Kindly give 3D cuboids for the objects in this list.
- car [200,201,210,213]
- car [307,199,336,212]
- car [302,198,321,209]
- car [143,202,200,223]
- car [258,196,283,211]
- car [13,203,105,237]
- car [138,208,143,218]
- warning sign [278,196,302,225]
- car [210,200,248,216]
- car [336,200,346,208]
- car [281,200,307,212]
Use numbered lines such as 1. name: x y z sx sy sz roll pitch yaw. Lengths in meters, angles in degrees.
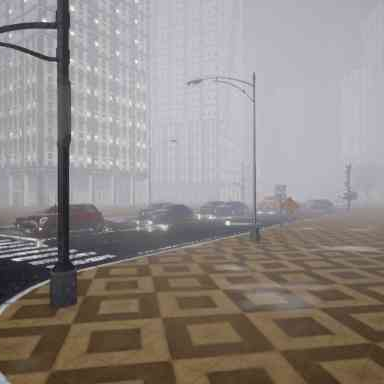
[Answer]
1. car: 2.730 1.769 39.652 1.837 1.490 4.892 0 -1 34
2. car: 16.749 1.638 42.824 2.097 1.767 4.553 0 0 32
3. car: 19.065 1.831 52.789 1.882 1.535 5.008 0 0 31
4. car: -1.606 1.697 27.507 1.812 1.442 4.674 0 -1 34
5. car: 11.155 1.531 46.387 2.150 2.045 5.566 0 0 33
6. car: -7.271 1.455 19.035 2.097 1.767 4.553 0 0 32
7. car: -2.963 1.706 31.286 1.837 1.490 4.892 0 -1 34
8. warning sign: 6.764 1.251 22.994 1.300 1.860 1.060 0 0 34
9. car: 4.376 1.716 36.288 1.882 1.535 5.008 0 -1 34
10. car: 24.386 1.966 55.249 1.895 1.301 4.718 0 0 30
11. car: 13.843 1.898 44.394 1.895 1.301 4.718 0 -1 33
